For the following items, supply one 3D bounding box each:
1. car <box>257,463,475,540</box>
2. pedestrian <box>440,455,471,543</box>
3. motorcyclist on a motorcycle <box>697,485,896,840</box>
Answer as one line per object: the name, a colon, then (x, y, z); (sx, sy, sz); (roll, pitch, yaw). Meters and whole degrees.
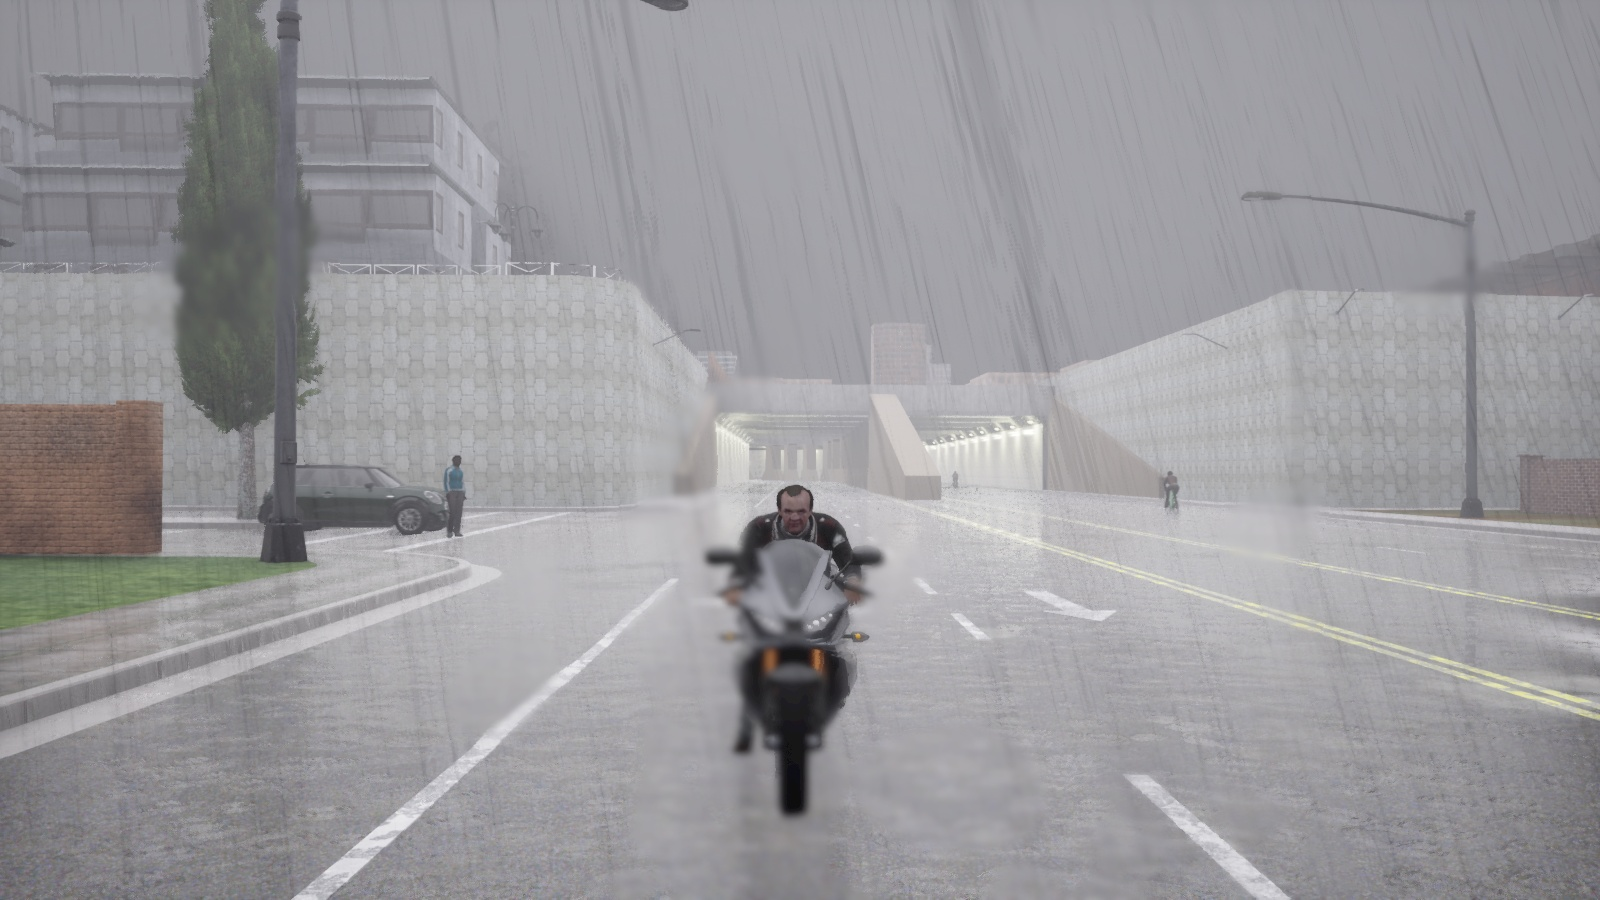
car: (-10.431, 1.225, 30.433); (4.553, 1.767, 2.097); (0, -1, -1)
pedestrian: (-7.724, 1.093, 28.159); (0.396, 1.930, 0.692); (1, -1, -42)
motorcyclist on a motorcycle: (-0.020, 0.960, 6.607); (0.866, 1.530, 2.191); (0, -1, 0)
